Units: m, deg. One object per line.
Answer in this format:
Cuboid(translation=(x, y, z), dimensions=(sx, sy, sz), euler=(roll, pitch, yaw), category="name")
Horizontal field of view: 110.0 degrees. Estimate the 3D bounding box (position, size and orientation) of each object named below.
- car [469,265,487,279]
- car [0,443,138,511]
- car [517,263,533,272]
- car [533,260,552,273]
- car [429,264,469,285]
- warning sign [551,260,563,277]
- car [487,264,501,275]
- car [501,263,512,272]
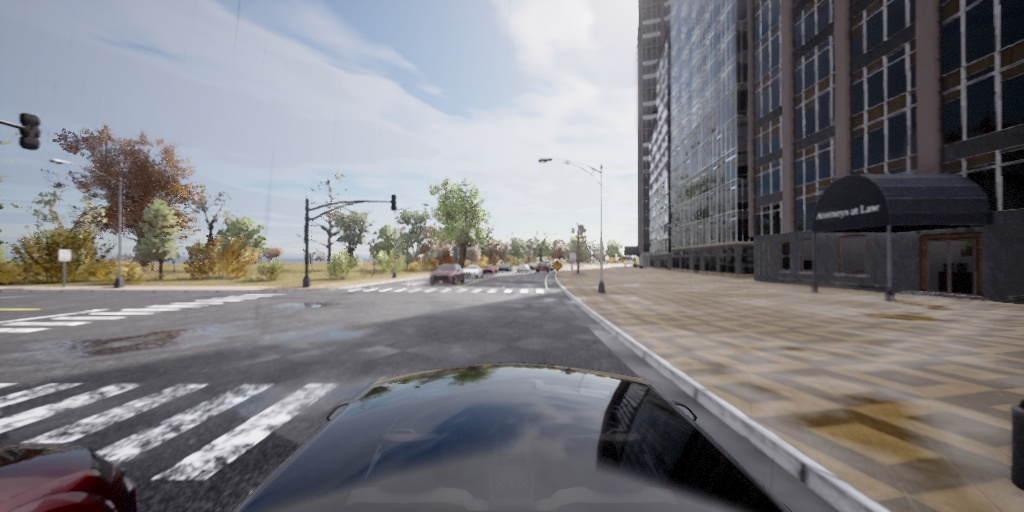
Cuboid(translation=(-4.409, 1.771, 40.234), dimensions=(1.812, 1.442, 4.674), euler=(0, -1, 6), category="car")
Cuboid(translation=(-3.208, 1.295, 0.394), dimensions=(1.994, 1.385, 4.181), euler=(0, -1, -2), category="car")
Cuboid(translation=(2.022, 2.060, 61.515), dimensions=(1.812, 1.442, 4.674), euler=(0, -1, 9), category="car")
Cuboid(translation=(5.316, 1.892, 61.523), dimensions=(2.097, 1.767, 4.553), euler=(0, -1, 10), category="car")
Cuboid(translation=(-5.353, 1.465, 30.159), dimensions=(2.097, 1.767, 4.553), euler=(0, -1, 5), category="car")
Cuboid(translation=(4.934, 1.359, 39.211), dimensions=(1.300, 1.860, 1.060), euler=(0, 0, 6), category="warning sign")
Cuboid(translation=(-3.185, 1.980, 50.314), dimensions=(1.895, 1.301, 4.718), euler=(0, -1, 8), category="car")
Cuboid(translation=(-1.277, 2.020, 62.495), dimensions=(1.882, 1.535, 5.008), euler=(0, -1, 10), category="car")
